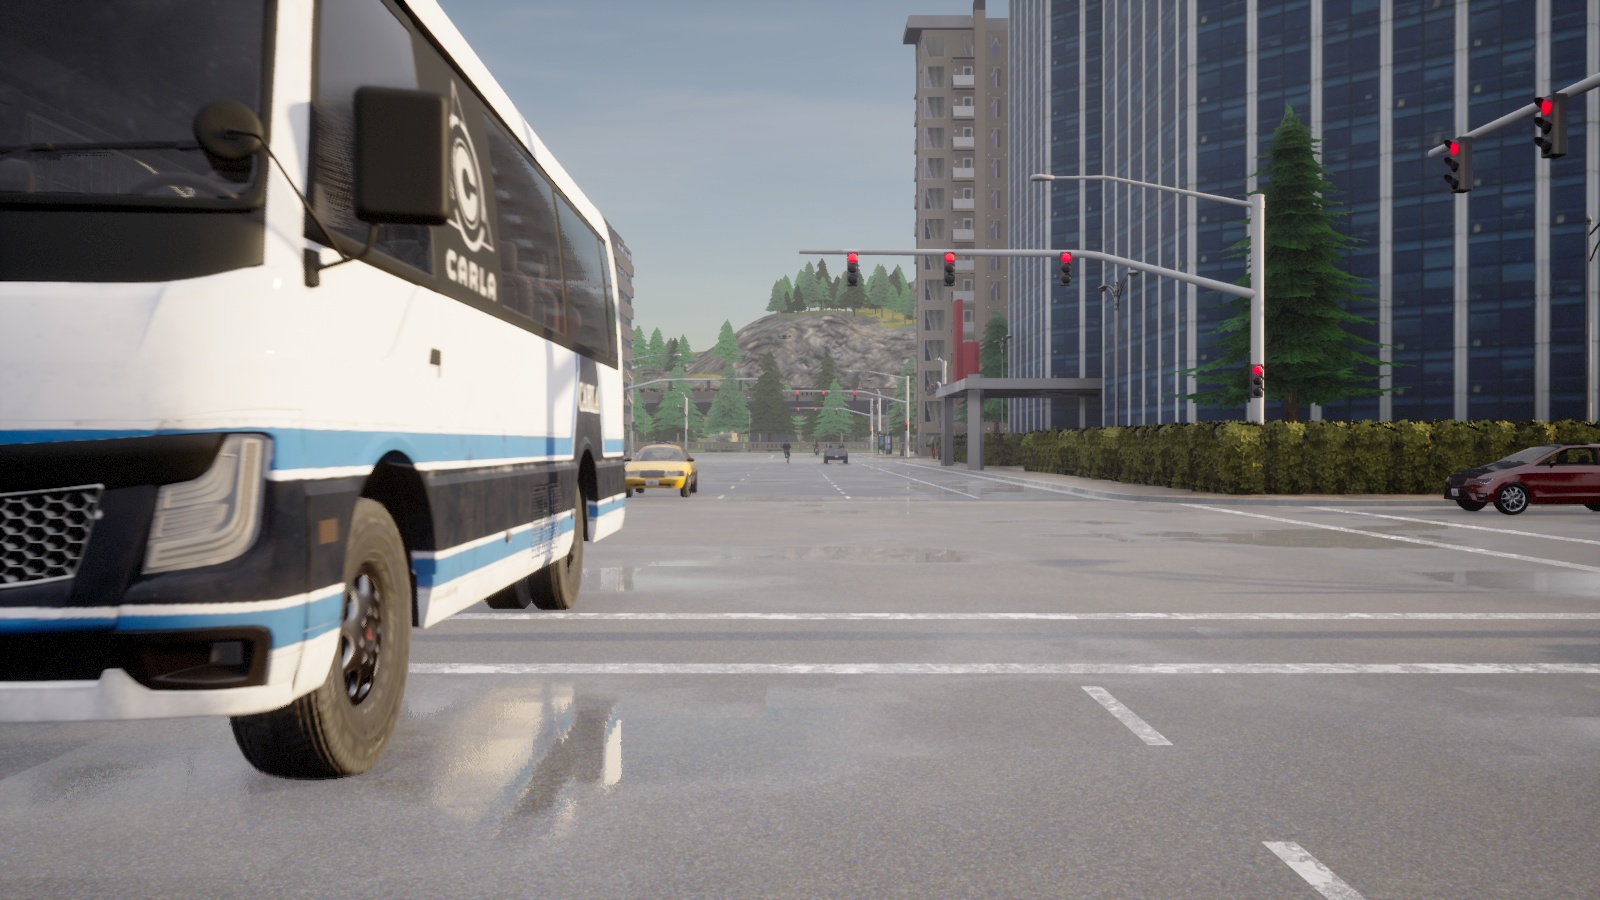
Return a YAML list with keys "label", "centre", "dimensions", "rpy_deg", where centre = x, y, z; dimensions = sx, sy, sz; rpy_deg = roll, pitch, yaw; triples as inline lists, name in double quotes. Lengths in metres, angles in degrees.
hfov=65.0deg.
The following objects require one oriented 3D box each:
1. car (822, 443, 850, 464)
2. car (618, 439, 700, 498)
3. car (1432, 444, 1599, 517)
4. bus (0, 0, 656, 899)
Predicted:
- label: "car"
  centre: [2.553, 0.252, 90.334]
  dimensions: [1.845, 1.501, 3.633]
  rpy_deg: [0, 0, -1]
- label: "car"
  centre: [-3.951, 0.479, 36.008]
  dimensions: [1.801, 1.575, 5.366]
  rpy_deg: [0, 0, -1]
- label: "car"
  centre: [15.923, 0.623, 26.546]
  dimensions: [4.193, 1.474, 1.816]
  rpy_deg: [0, 0, 0]
- label: "bus"
  centre: [-3.487, -0.681, 8.581]
  dimensions: [3.944, 4.253, 10.273]
  rpy_deg: [0, 0, -1]
